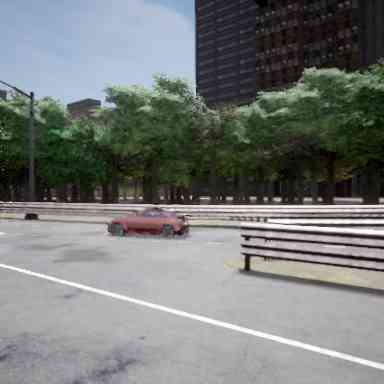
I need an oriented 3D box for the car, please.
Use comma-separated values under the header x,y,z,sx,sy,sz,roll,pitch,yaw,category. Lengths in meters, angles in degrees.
x,y,z,sx,sy,sz,roll,pitch,yaw,category
-2.245,1.576,17.300,4.181,1.385,1.994,0,0,16,car
